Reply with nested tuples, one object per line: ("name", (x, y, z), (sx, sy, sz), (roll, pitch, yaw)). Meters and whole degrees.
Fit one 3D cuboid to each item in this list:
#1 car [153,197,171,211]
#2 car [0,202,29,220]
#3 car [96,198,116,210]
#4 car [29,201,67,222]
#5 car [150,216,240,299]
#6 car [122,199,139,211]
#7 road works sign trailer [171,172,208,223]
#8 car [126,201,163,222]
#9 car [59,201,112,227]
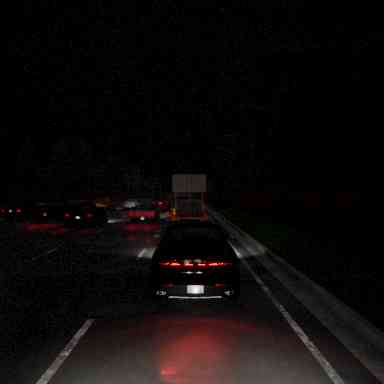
("car", (-3.743, 1.356, 41.213), (2.097, 1.767, 4.553), (0, 0, -1))
("car", (-14.127, 1.551, 28.457), (2.033, 1.411, 5.357), (0, 0, 0))
("car", (-10.740, 1.482, 40.895), (1.882, 1.535, 5.008), (0, 0, -1))
("car", (-10.608, 1.480, 26.413), (1.882, 1.535, 5.008), (0, 0, -1))
("car", (0.046, 1.506, 8.420), (1.837, 1.490, 4.892), (0, 0, 0))
("car", (-7.242, 1.531, 40.812), (1.812, 1.442, 4.674), (0, 0, -1))
("road works sign trailer", (-0.190, 0.467, 22.675), (2.380, 3.560, 2.880), (0, 0, -3))
("car", (-3.606, 1.603, 26.176), (1.895, 1.301, 4.718), (0, 0, -1))
("car", (-7.075, 1.566, 22.565), (1.994, 1.385, 4.181), (0, 0, -1))
